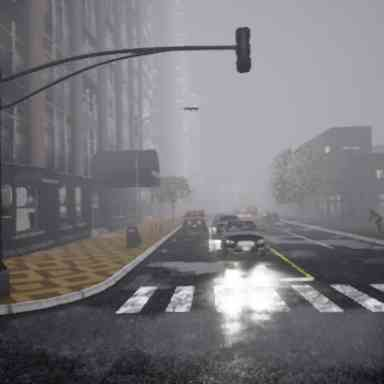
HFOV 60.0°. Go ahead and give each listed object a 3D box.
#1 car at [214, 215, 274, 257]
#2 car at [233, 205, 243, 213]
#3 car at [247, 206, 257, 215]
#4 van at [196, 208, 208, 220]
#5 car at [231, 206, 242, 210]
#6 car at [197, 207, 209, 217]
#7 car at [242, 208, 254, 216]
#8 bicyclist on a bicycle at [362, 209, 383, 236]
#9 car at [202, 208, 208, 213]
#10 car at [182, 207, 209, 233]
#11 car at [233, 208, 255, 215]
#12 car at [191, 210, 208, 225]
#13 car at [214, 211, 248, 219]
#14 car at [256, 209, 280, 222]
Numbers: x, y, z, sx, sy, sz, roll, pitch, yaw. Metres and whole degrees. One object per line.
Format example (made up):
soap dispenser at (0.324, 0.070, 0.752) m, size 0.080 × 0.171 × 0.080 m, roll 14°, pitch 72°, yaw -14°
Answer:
car at (2.333, 2.123, 15.965) m, size 2.128 × 1.511 × 4.902 m, roll -2°, pitch -2°, yaw 3°
car at (11.660, 4.377, 84.908) m, size 2.192 × 1.841 × 5.009 m, roll -2°, pitch -2°, yaw 3°
car at (10.239, 3.346, 57.291) m, size 2.192 × 1.841 × 5.009 m, roll -2°, pitch -2°, yaw 3°
van at (1.590, 3.393, 52.198) m, size 1.690 × 1.788 × 3.998 m, roll -2°, pitch -2°, yaw 3°
car at (7.493, 3.571, 55.857) m, size 1.812 × 1.442 × 4.674 m, roll -2°, pitch -2°, yaw 3°
car at (2.158, 3.780, 63.246) m, size 2.192 × 1.841 × 5.009 m, roll -2°, pitch -2°, yaw 3°
car at (10.541, 3.769, 62.975) m, size 1.752 × 1.417 × 4.829 m, roll -2°, pitch -2°, yaw 3°
bicyclist on a bicycle at (11.304, 1.885, 20.573) m, size 1.656 × 1.620 × 0.582 m, roll -2°, pitch -2°, yaw 3°
car at (3.578, 5.015, 90.687) m, size 1.752 × 1.417 × 4.829 m, roll -2°, pitch -2°, yaw 3°
car at (0.312, 2.517, 29.384) m, size 2.192 × 1.841 × 5.009 m, roll -2°, pitch -2°, yaw 3°
car at (7.043, 3.276, 45.995) m, size 1.895 × 1.301 × 4.718 m, roll -2°, pitch -2°, yaw 3°
car at (0.976, 3.053, 40.421) m, size 1.967 × 1.590 × 4.097 m, roll -2°, pitch -2°, yaw 3°
car at (2.824, 2.462, 25.399) m, size 1.882 × 1.535 × 5.008 m, roll -2°, pitch -2°, yaw 3°
car at (9.370, 2.935, 39.977) m, size 2.008 × 1.369 × 4.403 m, roll -2°, pitch -2°, yaw 3°
